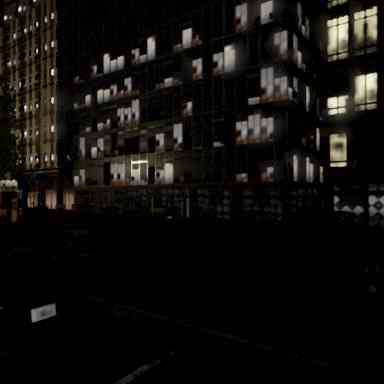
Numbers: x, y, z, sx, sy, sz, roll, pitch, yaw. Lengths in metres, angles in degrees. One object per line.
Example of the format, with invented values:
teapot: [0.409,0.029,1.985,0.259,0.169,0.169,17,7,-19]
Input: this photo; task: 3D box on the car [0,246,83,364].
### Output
car: [-3.566,1.559,5.414,4.313,1.339,1.947,0,0,35]
